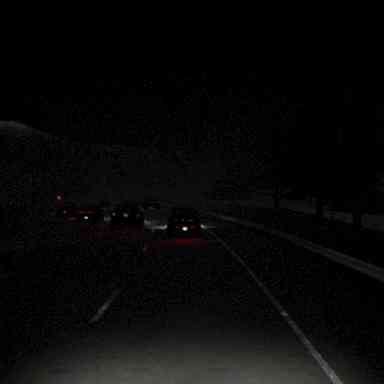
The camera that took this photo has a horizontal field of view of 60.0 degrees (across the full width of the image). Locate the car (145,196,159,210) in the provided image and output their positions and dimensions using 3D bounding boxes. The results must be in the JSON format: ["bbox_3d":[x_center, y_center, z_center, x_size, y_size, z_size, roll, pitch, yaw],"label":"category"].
[{"bbox_3d":[-6.573,1.693,52.305,2.150,2.045,5.566,0,0,-16],"label":"car"}]

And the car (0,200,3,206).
[{"bbox_3d":[-36.017,2.066,61.166,1.812,1.442,4.674,0,-1,-24],"label":"car"}]

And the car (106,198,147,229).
[{"bbox_3d":[-4.515,1.565,23.702,2.097,1.767,4.553,0,-1,-6],"label":"car"}]

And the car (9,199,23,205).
[{"bbox_3d":[-31.972,1.984,60.551,1.882,1.535,5.008,0,0,-22],"label":"car"}]

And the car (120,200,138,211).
[{"bbox_3d":[-9.275,1.929,48.559,2.128,1.511,4.902,0,0,-16],"label":"car"}]

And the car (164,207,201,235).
[{"bbox_3d":[-0.585,1.687,19.974,1.837,1.490,4.892,1,0,-5],"label":"car"}]

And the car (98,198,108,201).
[{"bbox_3d":[-14.010,1.822,52.415,2.097,1.767,4.553,0,-1,-17],"label":"car"}]

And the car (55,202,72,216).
[{"bbox_3d":[-13.480,1.851,36.212,1.812,1.442,4.674,0,0,-11],"label":"car"}]

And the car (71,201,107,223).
[{"bbox_3d":[-8.569,1.760,28.269,1.837,1.490,4.892,1,0,-8],"label":"car"}]
